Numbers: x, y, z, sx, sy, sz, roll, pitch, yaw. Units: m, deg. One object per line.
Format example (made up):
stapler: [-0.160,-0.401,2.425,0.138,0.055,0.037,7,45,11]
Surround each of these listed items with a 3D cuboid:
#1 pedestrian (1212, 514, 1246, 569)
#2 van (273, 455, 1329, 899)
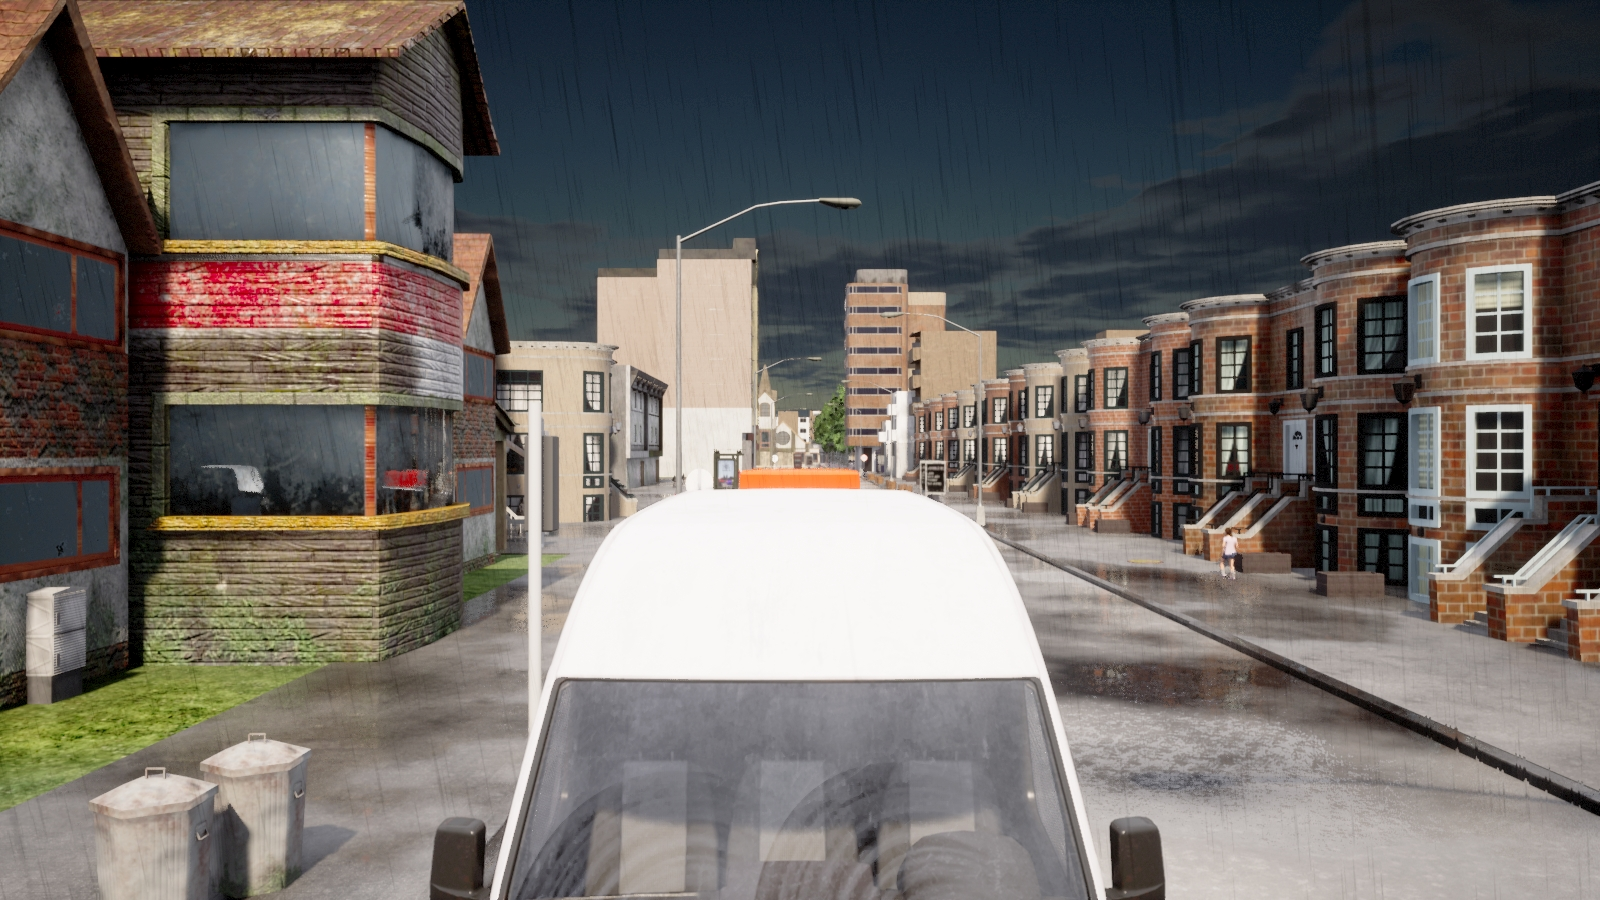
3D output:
pedestrian: [8.971,1.904,23.903,0.500,1.100,0.500,0,0,-5]
van: [-0.003,1.315,5.110,1.988,2.561,5.915,0,0,0]
